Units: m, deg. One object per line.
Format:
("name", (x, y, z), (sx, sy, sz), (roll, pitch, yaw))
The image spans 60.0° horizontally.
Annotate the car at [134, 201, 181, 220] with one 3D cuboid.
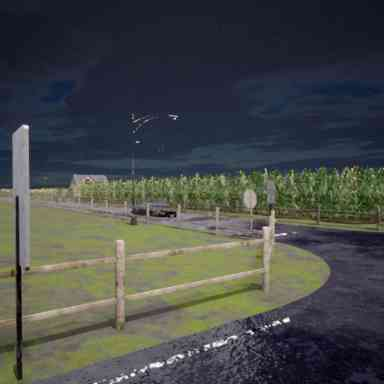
("car", (-3.107, 1.478, 27.586), (2.033, 1.411, 5.357), (-1, 1, -37))
